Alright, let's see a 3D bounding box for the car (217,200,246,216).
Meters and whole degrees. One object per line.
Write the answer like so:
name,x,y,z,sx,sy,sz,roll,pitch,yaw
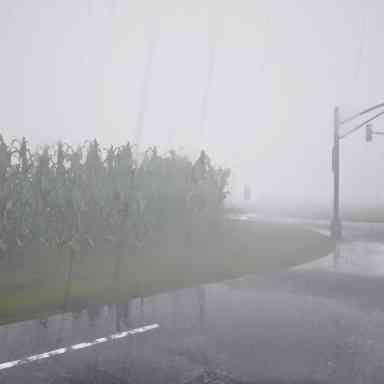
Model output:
car,3.012,1.501,32.049,2.033,1.411,5.357,1,0,-27
